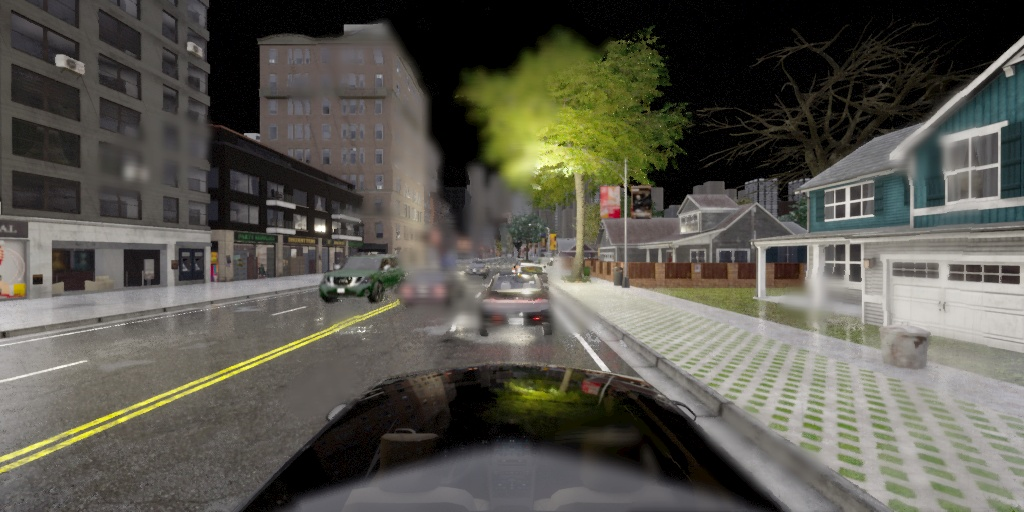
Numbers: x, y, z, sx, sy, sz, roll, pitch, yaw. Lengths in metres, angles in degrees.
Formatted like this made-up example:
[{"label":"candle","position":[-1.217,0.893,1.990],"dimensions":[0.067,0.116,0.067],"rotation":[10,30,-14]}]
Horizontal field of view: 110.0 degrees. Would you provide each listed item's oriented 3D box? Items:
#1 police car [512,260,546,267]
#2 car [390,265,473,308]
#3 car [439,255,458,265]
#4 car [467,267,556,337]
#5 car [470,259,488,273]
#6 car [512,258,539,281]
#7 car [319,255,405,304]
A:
[{"label":"police car","position":[1.045,1.164,20.564],"dimensions":[1.930,1.638,5.238],"rotation":[0,0,0]},{"label":"car","position":[-3.107,1.291,15.128],"dimensions":[2.033,1.411,5.357],"rotation":[0,0,1]},{"label":"car","position":[-9.641,0.927,55.062],"dimensions":[2.150,2.045,5.566],"rotation":[0,0,0]},{"label":"car","position":[0.131,1.238,10.315],"dimensions":[2.128,1.511,4.902],"rotation":[0,0,0]},{"label":"car","position":[-3.038,1.274,32.559],"dimensions":[2.033,1.411,5.357],"rotation":[0,0,0]},{"label":"car","position":[1.082,1.080,30.424],"dimensions":[2.097,1.767,4.553],"rotation":[0,0,0]},{"label":"car","position":[-6.544,0.964,16.512],"dimensions":[2.150,2.045,5.566],"rotation":[0,0,0]}]
